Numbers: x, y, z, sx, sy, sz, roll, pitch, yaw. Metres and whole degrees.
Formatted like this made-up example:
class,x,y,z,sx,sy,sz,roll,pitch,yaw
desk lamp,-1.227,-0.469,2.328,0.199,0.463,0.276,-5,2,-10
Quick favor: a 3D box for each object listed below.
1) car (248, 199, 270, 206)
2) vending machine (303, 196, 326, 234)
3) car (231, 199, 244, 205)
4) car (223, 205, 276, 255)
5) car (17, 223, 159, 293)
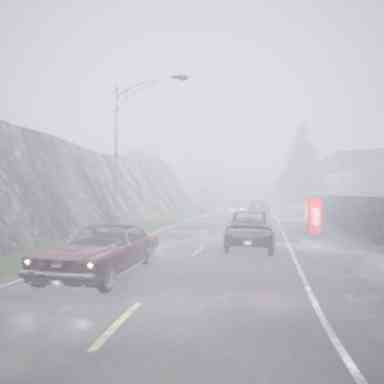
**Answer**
class,x,y,z,sx,sy,sz,roll,pitch,yaw
car,6.671,1.461,33.395,2.097,1.767,4.553,1,0,12
vending machine,7.009,1.297,19.090,1.100,2.100,0.880,1,0,12
car,7.257,1.764,52.851,1.895,1.301,4.718,1,0,12
car,2.390,1.532,13.672,2.128,1.511,4.902,1,0,12
car,-2.401,1.579,9.026,1.895,1.301,4.718,1,0,10
